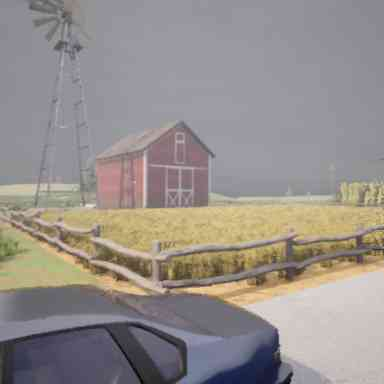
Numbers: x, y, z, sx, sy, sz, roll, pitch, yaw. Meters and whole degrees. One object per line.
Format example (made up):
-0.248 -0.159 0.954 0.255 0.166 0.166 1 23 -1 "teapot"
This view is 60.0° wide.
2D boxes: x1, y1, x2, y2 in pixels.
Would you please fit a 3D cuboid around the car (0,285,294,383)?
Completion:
-1.580 1.548 2.374 5.357 1.411 2.033 0 0 -35 "car"
